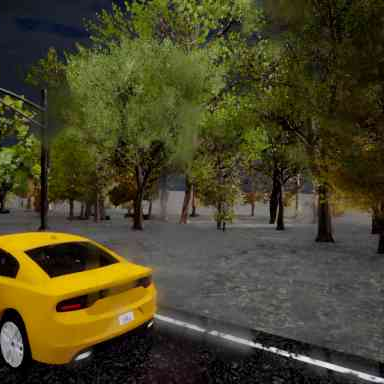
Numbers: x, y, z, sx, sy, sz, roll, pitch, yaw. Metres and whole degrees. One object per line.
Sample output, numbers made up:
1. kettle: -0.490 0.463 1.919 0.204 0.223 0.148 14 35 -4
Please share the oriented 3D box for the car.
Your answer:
1. car: -2.864 1.444 5.726 5.008 1.535 1.882 1 0 35
